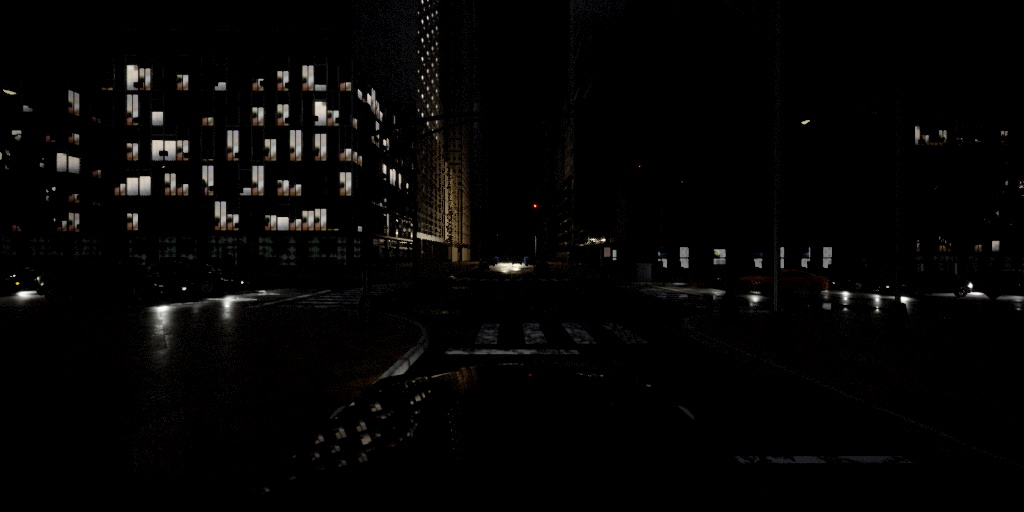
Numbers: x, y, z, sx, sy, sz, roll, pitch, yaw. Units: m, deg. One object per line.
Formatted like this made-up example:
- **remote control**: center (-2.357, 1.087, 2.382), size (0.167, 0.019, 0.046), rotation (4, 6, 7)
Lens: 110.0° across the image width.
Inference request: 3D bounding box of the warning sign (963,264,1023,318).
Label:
- **warning sign**: center (17.261, 1.204, 12.860), size (1.060, 1.860, 1.300), rotation (0, 0, -3)

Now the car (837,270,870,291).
- **car**: center (25.617, 1.740, 25.971), size (4.892, 1.490, 1.837), rotation (1, 0, -3)

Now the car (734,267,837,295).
- **car**: center (16.729, 1.554, 22.295), size (5.008, 1.535, 1.882), rotation (1, 0, -3)

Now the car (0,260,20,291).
- **car**: center (-24.430, 0.891, 16.886), size (4.181, 1.385, 1.994), rotation (1, 0, -3)

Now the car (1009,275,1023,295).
- **car**: center (35.915, 2.021, 23.201), size (4.718, 1.301, 1.895), rotation (1, 0, -3)

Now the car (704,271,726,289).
- **car**: center (16.320, 1.546, 25.529), size (5.008, 1.535, 1.882), rotation (1, 0, -3)

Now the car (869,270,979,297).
- **car**: center (26.129, 1.750, 22.743), size (4.892, 1.490, 1.837), rotation (1, 0, -3)

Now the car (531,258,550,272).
- **car**: center (3.873, 1.329, 46.646), size (1.948, 1.339, 4.313), rotation (0, 0, 0)

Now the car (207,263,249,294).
- **car**: center (-15.525, 0.995, 17.306), size (4.892, 1.490, 1.837), rotation (1, 0, -3)

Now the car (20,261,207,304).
- **car**: center (-15.373, 0.998, 14.059), size (4.892, 1.490, 1.837), rotation (1, 0, -3)

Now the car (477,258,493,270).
- **car**: center (-4.087, 1.342, 52.129), size (1.802, 1.307, 4.207), rotation (0, 0, 0)
